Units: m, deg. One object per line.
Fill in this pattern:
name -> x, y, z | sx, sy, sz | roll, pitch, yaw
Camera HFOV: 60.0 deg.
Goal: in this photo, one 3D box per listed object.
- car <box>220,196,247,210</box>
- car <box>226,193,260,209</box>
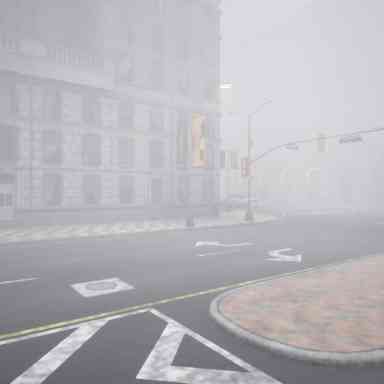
car -> 4.695, 1.564, 43.405 | 1.994, 1.385, 4.181 | 0, 0, -36
car -> 6.866, 1.221, 46.370 | 2.150, 2.045, 5.566 | 0, 0, -37
